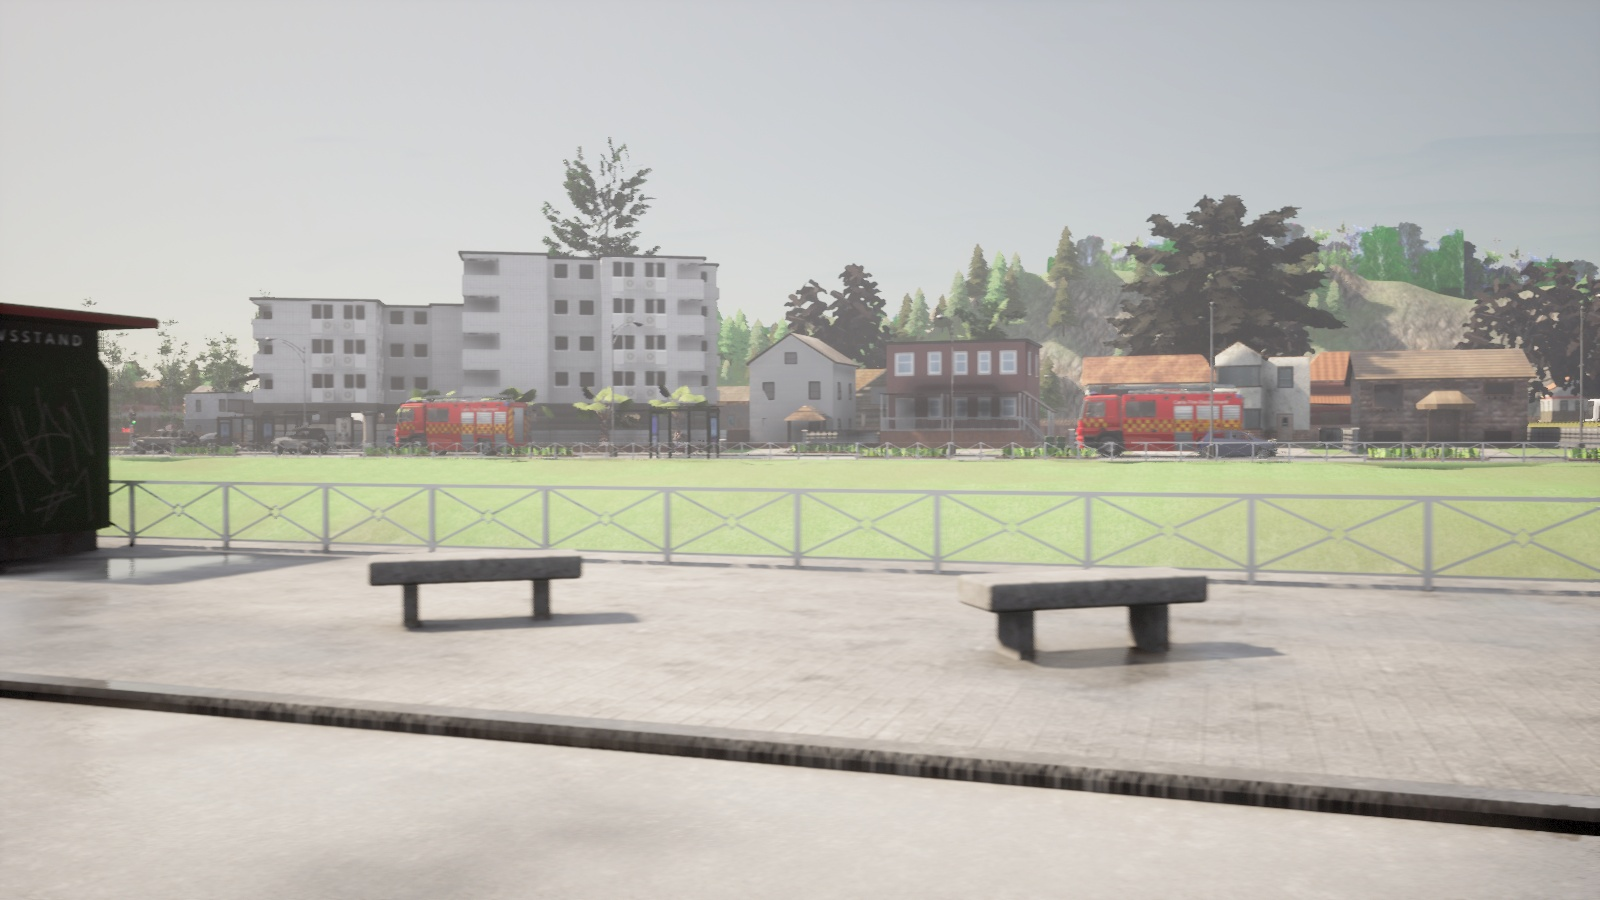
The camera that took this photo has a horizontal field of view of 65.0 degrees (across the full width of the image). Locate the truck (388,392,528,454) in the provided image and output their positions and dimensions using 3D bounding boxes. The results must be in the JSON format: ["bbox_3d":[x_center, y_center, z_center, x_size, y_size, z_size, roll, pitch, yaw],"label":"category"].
[{"bbox_3d":[-21.895,-1.708,80.389,8.468,3.827,2.891,1,1,19],"label":"truck"}]

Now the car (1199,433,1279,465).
[{"bbox_3d":[21.487,-0.065,61.581,3.633,1.501,1.845,1,1,19],"label":"car"}]

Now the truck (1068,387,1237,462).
[{"bbox_3d":[18.717,-1.336,66.716,8.468,3.827,2.891,1,1,19],"label":"truck"}]

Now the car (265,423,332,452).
[{"bbox_3d":[-33.691,-0.855,84.374,3.866,1.878,1.905,1,1,19],"label":"car"}]

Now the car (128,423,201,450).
[{"bbox_3d":[-44.539,-0.934,88.027,4.605,1.855,1.932,0,1,19],"label":"car"}]
